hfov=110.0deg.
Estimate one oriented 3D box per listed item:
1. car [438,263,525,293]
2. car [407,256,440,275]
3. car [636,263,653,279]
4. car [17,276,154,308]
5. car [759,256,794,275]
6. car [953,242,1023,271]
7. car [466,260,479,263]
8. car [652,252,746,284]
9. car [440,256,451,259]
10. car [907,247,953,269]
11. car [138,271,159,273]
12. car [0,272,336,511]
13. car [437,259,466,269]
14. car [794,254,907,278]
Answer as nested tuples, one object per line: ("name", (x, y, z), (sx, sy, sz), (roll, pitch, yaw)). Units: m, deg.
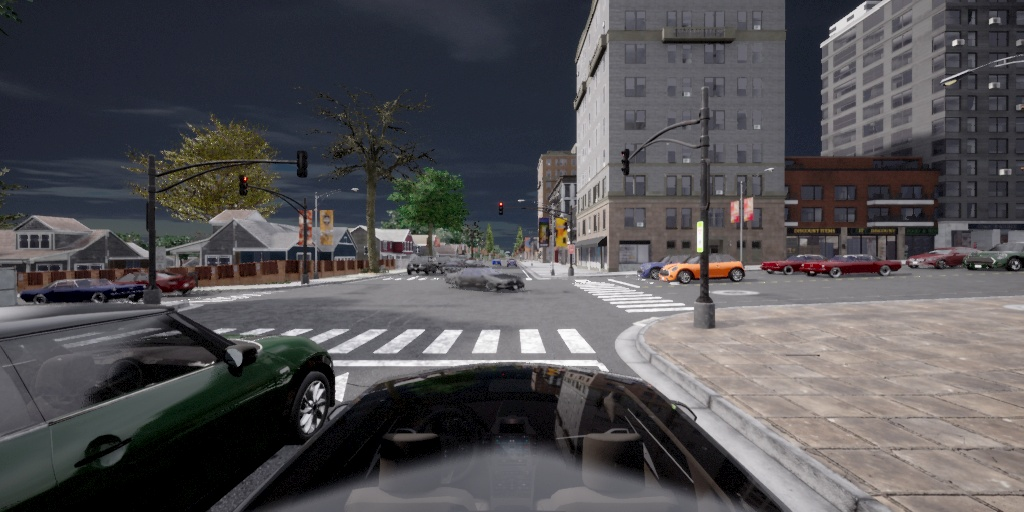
("car", (-1.803, 1.328, 21.375), (5.357, 1.411, 2.033), (0, 1, 41))
("car", (-9.895, 0.993, 39.643), (2.150, 2.045, 5.566), (0, 0, 0))
("car", (11.102, 0.679, 24.998), (4.553, 1.767, 2.097), (-2, 0, 2))
("car", (-21.634, 1.807, 18.325), (4.718, 1.301, 1.895), (-2, 0, 0))
("car", (20.099, 0.583, 24.961), (4.718, 1.301, 1.895), (-2, 0, 0))
("car", (30.494, -0.046, 21.745), (4.553, 1.767, 2.097), (-2, 0, 0))
("car", (-6.656, 1.282, 55.928), (1.882, 1.535, 5.008), (0, 0, 0))
("car", (11.355, 0.680, 21.678), (4.553, 1.767, 2.097), (-2, 0, 0))
("car", (-9.912, 1.016, 51.605), (2.150, 2.045, 5.566), (0, 0, -1))
("car", (30.410, 0.121, 24.992), (4.674, 1.442, 1.812), (-2, 0, 0))
("car", (-21.885, 1.684, 21.331), (5.008, 1.535, 1.882), (-2, 0, -1))
("car", (-3.151, 1.102, 2.446), (2.097, 1.767, 4.553), (0, 0, 0))
("car", (-6.644, 1.334, 39.602), (1.994, 1.385, 4.181), (0, 0, 0))
("car", (20.339, 0.584, 21.712), (4.718, 1.301, 1.895), (-2, 0, 0))
